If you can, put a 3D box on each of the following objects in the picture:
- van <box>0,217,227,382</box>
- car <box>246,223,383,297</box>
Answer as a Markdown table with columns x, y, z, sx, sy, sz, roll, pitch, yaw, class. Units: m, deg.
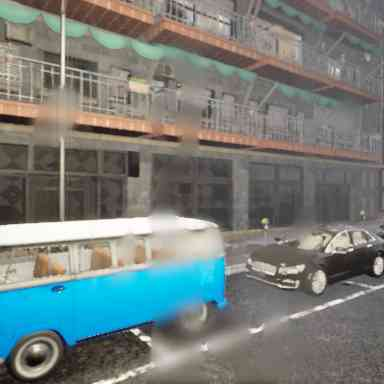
| x | y | z | sx | sy | sz | roll | pitch | yaw | class |
| --- | --- | --- | --- | --- | --- | --- | --- | --- | --- |
| -1.320 | 1.334 | 5.143 | 3.998 | 1.788 | 1.690 | 0 | 1 | -35 | van |
| 3.295 | 1.520 | 8.438 | 4.403 | 1.369 | 2.008 | 0 | 1 | -35 | car |
